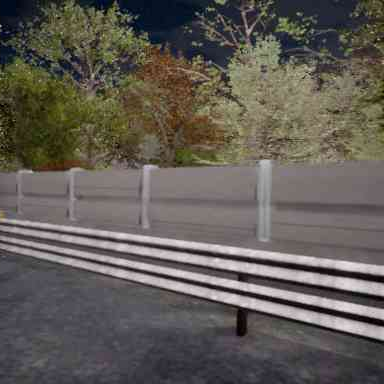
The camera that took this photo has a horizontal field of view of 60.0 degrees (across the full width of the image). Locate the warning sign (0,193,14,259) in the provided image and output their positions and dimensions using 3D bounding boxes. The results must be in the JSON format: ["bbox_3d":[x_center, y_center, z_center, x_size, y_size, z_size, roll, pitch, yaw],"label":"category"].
[{"bbox_3d":[-6.048,0.966,9.546,1.060,1.860,1.300,1,1,36],"label":"warning sign"}]
